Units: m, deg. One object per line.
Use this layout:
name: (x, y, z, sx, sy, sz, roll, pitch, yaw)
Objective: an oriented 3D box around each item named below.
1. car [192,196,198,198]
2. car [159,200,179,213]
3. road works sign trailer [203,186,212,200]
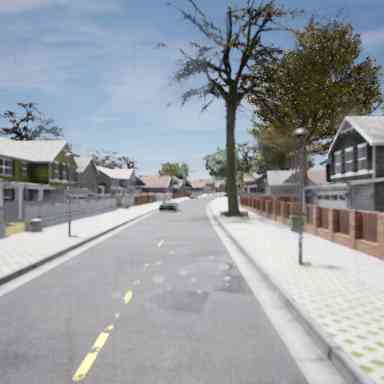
car: (0.451, 1.102, 77.570, 2.033, 1.411, 5.357, 0, 0, 6)
car: (-2.561, 1.541, 37.104, 1.895, 1.301, 4.718, 0, 0, 2)
road works sign trailer: (3.938, 0.113, 83.768, 2.380, 3.560, 2.880, 0, 1, 8)
